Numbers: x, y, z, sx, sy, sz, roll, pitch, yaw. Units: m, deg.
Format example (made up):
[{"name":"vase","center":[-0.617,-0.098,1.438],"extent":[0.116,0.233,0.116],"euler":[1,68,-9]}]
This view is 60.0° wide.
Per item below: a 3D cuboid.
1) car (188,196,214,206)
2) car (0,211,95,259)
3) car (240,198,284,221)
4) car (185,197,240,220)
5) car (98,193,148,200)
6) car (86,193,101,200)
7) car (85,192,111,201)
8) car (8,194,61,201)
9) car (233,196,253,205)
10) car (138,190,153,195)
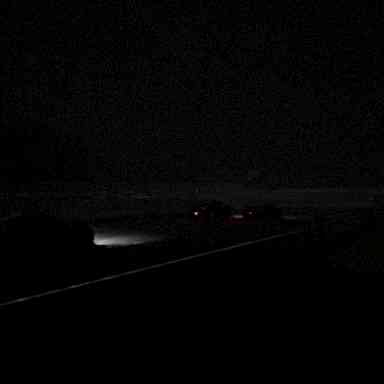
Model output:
[{"name":"car","center":[1.571,1.501,56.667],"extent":[1.882,1.535,5.008],"euler":[1,-1,38]},{"name":"car","center":[-5.663,1.393,12.075],"extent":[1.994,1.385,4.181],"euler":[1,0,37]},{"name":"car","center":[5.980,1.482,27.451],"extent":[1.882,1.535,5.008],"euler":[1,0,37]},{"name":"car","center":[1.793,1.430,27.720],"extent":[1.837,1.490,4.892],"euler":[1,0,37]},{"name":"car","center":[-7.893,1.242,38.437],"extent":[2.128,1.511,4.902],"euler":[1,0,37]},{"name":"car","center":[-10.439,1.183,40.872],"extent":[1.882,1.535,5.008],"euler":[1,0,37]},{"name":"car","center":[-16.219,0.768,57.749],"extent":[1.895,1.301,4.718],"euler":[1,1,22]},{"name":"car","center":[-12.308,1.154,26.815],"extent":[1.882,1.535,5.008],"euler":[1,0,37]},{"name":"car","center":[10.413,1.709,68.266],"extent":[2.097,1.767,4.553],"euler":[1,-1,37]},{"name":"car","center":[-10.344,0.406,71.760],"extent":[2.128,1.511,4.902],"euler":[1,2,23]}]
